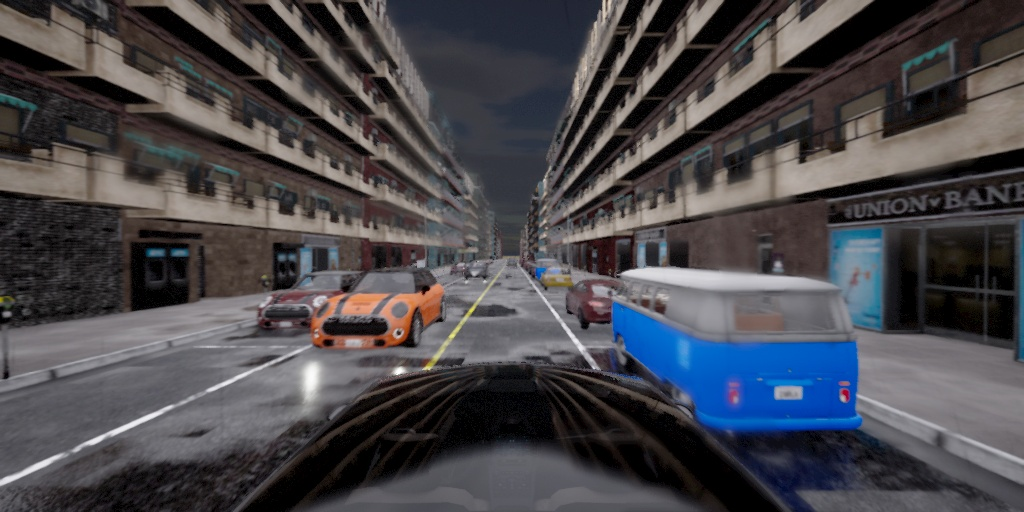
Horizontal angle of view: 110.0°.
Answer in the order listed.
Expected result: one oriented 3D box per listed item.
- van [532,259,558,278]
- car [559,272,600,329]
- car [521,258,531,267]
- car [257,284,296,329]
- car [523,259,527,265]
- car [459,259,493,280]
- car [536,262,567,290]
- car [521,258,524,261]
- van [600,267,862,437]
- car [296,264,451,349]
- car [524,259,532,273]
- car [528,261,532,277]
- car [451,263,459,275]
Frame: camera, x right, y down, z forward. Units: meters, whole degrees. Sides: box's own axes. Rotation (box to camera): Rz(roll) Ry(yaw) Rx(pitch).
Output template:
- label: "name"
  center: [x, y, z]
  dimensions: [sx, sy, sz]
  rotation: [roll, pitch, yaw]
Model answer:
- label: "van"
  center: [2.702, 1.122, 28.070]
  dimensions: [1.690, 1.789, 3.998]
  rotation: [0, 0, 0]
- label: "car"
  center: [2.694, 1.341, 11.015]
  dimensions: [1.802, 1.307, 4.207]
  rotation: [0, 0, 0]
- label: "car"
  center: [2.712, 1.367, 50.808]
  dimensions: [1.888, 1.381, 4.507]
  rotation: [0, 0, 0]
- label: "car"
  center: [-5.696, 1.197, 11.022]
  dimensions: [1.967, 1.591, 4.097]
  rotation: [0, 0, 0]
- label: "car"
  center: [2.710, 1.393, 45.123]
  dimensions: [1.802, 1.307, 4.207]
  rotation: [0, 0, 0]
- label: "car"
  center: [-3.026, 1.277, 31.605]
  dimensions: [2.128, 1.511, 4.902]
  rotation: [0, 0, 1]
- label: "car"
  center: [2.699, 1.298, 22.555]
  dimensions: [1.751, 1.417, 4.829]
  rotation: [0, 0, 0]
- label: "car"
  center: [2.715, 1.417, 56.493]
  dimensions: [1.802, 1.307, 4.207]
  rotation: [0, 0, 0]
- label: "van"
  center: [2.694, 1.095, 5.331]
  dimensions: [1.690, 1.789, 3.998]
  rotation: [0, 0, 0]
- label: "car"
  center: [-3.084, 1.108, 9.238]
  dimensions: [2.097, 1.767, 4.553]
  rotation: [0, 0, 0]
- label: "car"
  center: [2.707, 1.366, 39.439]
  dimensions: [1.948, 1.339, 4.313]
  rotation: [0, 0, 0]
- label: "car"
  center: [2.705, 1.372, 33.754]
  dimensions: [1.802, 1.307, 4.207]
  rotation: [0, 0, 0]
- label: "car"
  center: [-5.673, 1.380, 39.445]
  dimensions: [1.802, 1.307, 4.207]
  rotation: [0, 0, 0]
